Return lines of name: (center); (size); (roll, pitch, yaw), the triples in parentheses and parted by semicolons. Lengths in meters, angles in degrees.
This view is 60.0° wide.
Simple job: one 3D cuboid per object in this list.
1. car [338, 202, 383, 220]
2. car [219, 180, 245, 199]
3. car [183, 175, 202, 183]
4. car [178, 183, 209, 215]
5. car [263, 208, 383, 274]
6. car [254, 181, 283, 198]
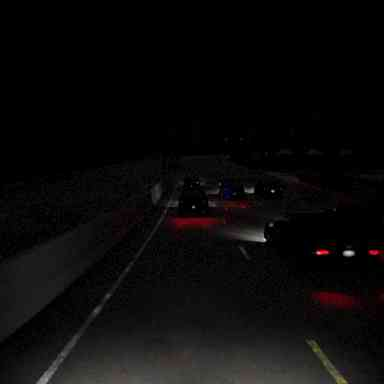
car: (7.099, 1.126, 13.728); (1.882, 1.535, 5.008); (0, 3, 0)
car: (3.541, -0.321, 30.002); (1.882, 1.535, 5.008); (0, 7, 0)
car: (0.002, -1.050, 35.842); (2.128, 1.511, 4.902); (0, 7, 0)
car: (0.078, 0.516, 22.185); (1.882, 1.535, 5.008); (0, 5, 0)
car: (3.601, 1.361, 10.145); (2.033, 1.411, 5.357); (0, 2, 0)
car: (7.036, -0.345, 30.901); (1.994, 1.385, 4.181); (0, 7, 0)
